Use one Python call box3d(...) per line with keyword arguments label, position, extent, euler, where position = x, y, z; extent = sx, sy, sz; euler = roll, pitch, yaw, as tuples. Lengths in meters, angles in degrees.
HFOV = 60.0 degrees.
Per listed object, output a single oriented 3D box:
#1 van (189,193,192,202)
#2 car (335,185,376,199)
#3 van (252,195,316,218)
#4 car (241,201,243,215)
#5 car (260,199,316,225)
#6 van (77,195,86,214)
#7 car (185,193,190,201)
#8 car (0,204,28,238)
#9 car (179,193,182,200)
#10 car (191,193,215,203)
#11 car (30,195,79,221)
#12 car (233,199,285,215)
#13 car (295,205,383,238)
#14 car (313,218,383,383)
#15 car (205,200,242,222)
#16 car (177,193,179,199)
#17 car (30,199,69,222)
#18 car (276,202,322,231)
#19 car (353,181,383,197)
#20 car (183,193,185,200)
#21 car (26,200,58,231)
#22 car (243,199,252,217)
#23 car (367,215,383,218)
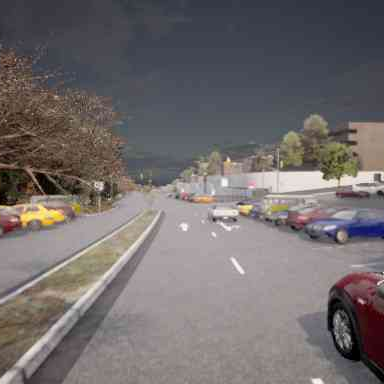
box3d(label="van", position=(2.358, 1.369, 74.229), extent=(4.442, 1.987, 1.878), euler=(0, 0, -29))
box3d(label="car", position=(21.802, 0.151, 45.320), extent=(2.002, 1.452, 4.674), euler=(-7, 4, -29))
box3d(label="van", position=(7.020, 1.220, 24.566), extent=(4.442, 1.987, 1.878), euler=(1, 0, -23))
box3d(label="car", position=(6.612, 1.435, 30.570), extent=(5.366, 1.575, 1.946), euler=(1, 0, -24))
box3d(label="car", position=(7.273, 1.452, 21.597), extent=(4.892, 1.521, 2.231), euler=(1, 0, -23))
box3d(label="van", position=(-11.301, 1.263, 28.062), extent=(4.442, 1.987, 1.878), euler=(-1, 0, -23))
box3d(label="car", position=(1.985, 1.336, 77.245), extent=(5.566, 2.045, 2.435), euler=(1, 0, -29))
box3d(label="car", position=(-10.824, 1.537, 16.183), extent=(4.674, 1.452, 2.002), euler=(-1, 0, -22))
box3d(label="car", position=(0.155, 1.308, 89.155), extent=(5.566, 2.045, 2.435), euler=(0, 0, -29))
box3d(label="car", position=(2.861, 1.477, 71.294), extent=(4.553, 1.767, 2.185), euler=(0, 0, -28))
box3d(label="car", position=(-11.203, 1.366, 25.070), extent=(4.553, 1.767, 2.185), euler=(-1, 0, -23))
box3d(label="car", position=(6.769, 1.472, 33.627), extent=(4.792, 1.488, 2.163), euler=(1, 0, -24))
box3d(label="car", position=(7.500, 1.499, 15.558), extent=(4.674, 1.452, 2.002), euler=(1, 0, -22))
box3d(label="car", position=(3.052, 1.347, 3.079), extent=(2.097, 1.767, 4.553), euler=(0, 0, 0))
box3d(label="car", position=(2.331, 1.573, 26.294), extent=(1.895, 1.301, 4.718), euler=(0, 0, -3))
box3d(label="car", position=(-0.819, 1.549, 95.064), extent=(4.892, 1.521, 2.231), euler=(0, 0, -29))
box3d(label="car", position=(-11.252, 1.494, 22.029), extent=(5.366, 1.575, 1.946), euler=(-1, 0, -23))
box3d(label="car", position=(7.386, 1.495, 18.581), extent=(4.674, 1.452, 2.002), euler=(1, 0, -22))
box3d(label="car", position=(24.764, -0.428, 45.740), extent=(2.435, 2.045, 5.566), euler=(-7, 4, -28))
box3d(label="car", position=(1.570, 1.329, 80.253), extent=(5.566, 2.045, 2.435), euler=(0, 0, -29))
box3d(label="car", position=(-10.777, 1.490, 19.218), extent=(5.366, 1.575, 1.946), euler=(-1, 0, -22))
box3d(label="car", position=(6.993, 1.319, 27.641), extent=(4.553, 1.767, 2.185), euler=(1, 0, -23))
box3d(label="car", position=(7.655, 1.506, 9.523), extent=(4.674, 1.452, 2.002), euler=(1, 0, -21))
